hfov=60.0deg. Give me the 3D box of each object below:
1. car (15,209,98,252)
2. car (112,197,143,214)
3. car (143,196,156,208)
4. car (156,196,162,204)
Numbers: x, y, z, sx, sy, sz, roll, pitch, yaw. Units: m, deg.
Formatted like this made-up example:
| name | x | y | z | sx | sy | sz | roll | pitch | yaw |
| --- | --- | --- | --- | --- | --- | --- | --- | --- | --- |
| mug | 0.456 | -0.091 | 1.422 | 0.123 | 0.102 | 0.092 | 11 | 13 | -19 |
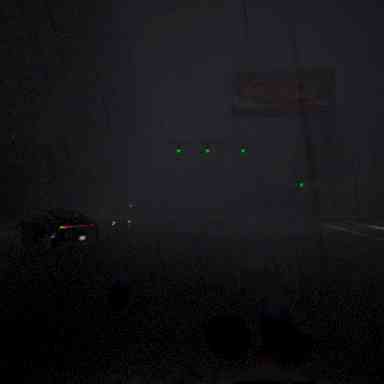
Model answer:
| name | x | y | z | sx | sy | sz | roll | pitch | yaw |
| --- | --- | --- | --- | --- | --- | --- | --- | --- | --- |
| car | -5.814 | 1.486 | 14.018 | 4.902 | 1.511 | 2.128 | 0 | 0 | 44 |
| car | -6.829 | 1.323 | 34.556 | 2.097 | 1.767 | 4.553 | 0 | 0 | 1 |
| car | -6.688 | 1.556 | 46.877 | 1.895 | 1.301 | 4.718 | 0 | 0 | 1 |
| car | -6.543 | 1.429 | 59.954 | 2.128 | 1.511 | 4.902 | 0 | 0 | 1 |
